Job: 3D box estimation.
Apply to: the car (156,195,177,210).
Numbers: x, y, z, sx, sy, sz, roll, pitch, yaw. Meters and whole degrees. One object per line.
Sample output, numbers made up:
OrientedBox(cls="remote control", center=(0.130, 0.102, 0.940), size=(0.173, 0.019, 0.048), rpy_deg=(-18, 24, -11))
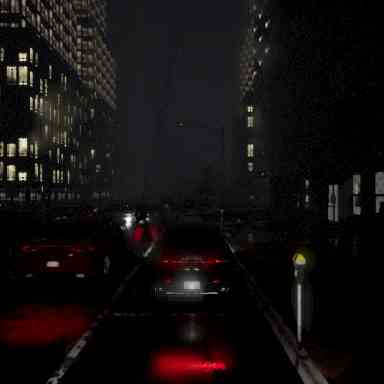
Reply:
OrientedBox(cls="car", center=(-3.059, 1.488, 42.176), size=(1.837, 1.490, 4.892), rpy_deg=(0, 0, 0))

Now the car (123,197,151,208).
OrientedBox(cls="car", center=(-6.227, 1.587, 38.045), size=(1.895, 1.301, 4.718), rpy_deg=(0, 0, 0))

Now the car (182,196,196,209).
OrientedBox(cls="car", center=(-0.452, 1.548, 44.248), size=(1.947, 1.339, 4.313), rpy_deg=(0, 0, 0))

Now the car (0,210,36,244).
OrientedBox(cls="car", center=(-8.833, 1.563, 15.800), size=(1.947, 1.339, 4.313), rpy_deg=(0, 0, 0))

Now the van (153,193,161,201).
OrientedBox(cls="van", center=(-8.831, 1.286, 84.106), size=(1.690, 1.788, 3.998), rpy_deg=(0, 0, 0))

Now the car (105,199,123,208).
OrientedBox(cls="car", center=(-8.833, 1.537, 38.569), size=(2.008, 1.369, 4.403), rpy_deg=(0, 0, 0))

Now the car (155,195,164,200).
OrientedBox(cls="car", center=(-8.832, 1.504, 89.799), size=(1.947, 1.339, 4.313), rpy_deg=(0, 0, 0))

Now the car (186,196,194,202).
OrientedBox(cls="car", center=(-0.452, 1.533, 78.399), size=(1.802, 1.307, 4.206), rpy_deg=(0, 0, 0))

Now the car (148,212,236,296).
OrientedBox(cls="car", center=(0.000, 1.503, 8.649), size=(1.837, 1.490, 4.892), rpy_deg=(0, 0, 0))

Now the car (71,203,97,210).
OrientedBox(cls="car", center=(-8.832, 1.575, 27.183), size=(1.802, 1.307, 4.206), rpy_deg=(0, 0, 0))

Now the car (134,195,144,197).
OrientedBox(cls="car", center=(-8.833, 1.523, 49.953), size=(1.887, 1.381, 4.507), rpy_deg=(0, 0, 0))

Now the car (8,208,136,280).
OrientedBox(cls="car", center=(-3.147, 1.477, 9.998), size=(1.882, 1.535, 5.008), rpy_deg=(0, 0, 0))

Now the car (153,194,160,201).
OrientedBox(cls="car", center=(-8.832, 1.391, 78.413), size=(1.967, 1.590, 4.097), rpy_deg=(0, 0, 0))

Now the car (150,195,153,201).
OrientedBox(cls="car", center=(-8.833, 1.551, 61.338), size=(1.802, 1.307, 4.206), rpy_deg=(0, 0, 0))

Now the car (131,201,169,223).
OrientedBox(cls="car", center=(-3.064, 1.594, 25.398), size=(1.895, 1.301, 4.718), rpy_deg=(0, 0, 0))
